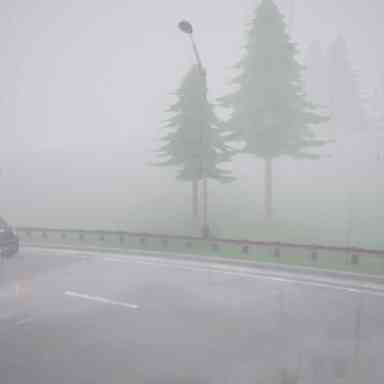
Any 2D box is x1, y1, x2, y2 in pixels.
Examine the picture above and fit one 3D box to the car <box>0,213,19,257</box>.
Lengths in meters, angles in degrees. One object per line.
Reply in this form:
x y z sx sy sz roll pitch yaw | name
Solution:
-8.480 1.472 11.750 4.553 1.767 2.097 -1 0 20 | car
